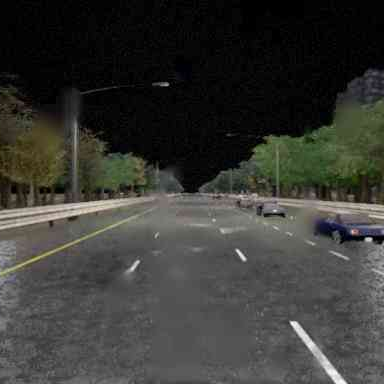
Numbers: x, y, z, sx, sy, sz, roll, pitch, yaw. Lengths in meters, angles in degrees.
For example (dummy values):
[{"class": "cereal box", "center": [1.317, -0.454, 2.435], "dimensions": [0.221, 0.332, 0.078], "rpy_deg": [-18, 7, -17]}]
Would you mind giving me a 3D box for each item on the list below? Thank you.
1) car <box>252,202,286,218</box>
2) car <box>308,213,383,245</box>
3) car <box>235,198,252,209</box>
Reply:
[{"class": "car", "center": [7.028, 1.579, 30.134], "dimensions": [1.994, 1.385, 4.181], "rpy_deg": [0, 0, 0]}, {"class": "car", "center": [7.002, 1.606, 15.394], "dimensions": [1.895, 1.301, 4.718], "rpy_deg": [0, 0, 0]}, {"class": "car", "center": [7.077, 1.519, 45.425], "dimensions": [2.128, 1.511, 4.902], "rpy_deg": [0, 0, 0]}]
